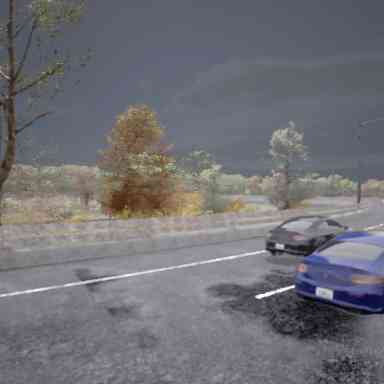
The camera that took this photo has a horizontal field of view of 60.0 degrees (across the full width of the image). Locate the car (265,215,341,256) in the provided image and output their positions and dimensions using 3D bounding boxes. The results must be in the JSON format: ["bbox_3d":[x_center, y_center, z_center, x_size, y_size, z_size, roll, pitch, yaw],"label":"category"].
[{"bbox_3d":[4.555,1.590,12.244,4.674,1.442,1.812,0,0,-41],"label":"car"}]

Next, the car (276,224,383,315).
[{"bbox_3d":[4.024,1.564,7.147,4.674,1.442,1.812,0,0,-40],"label":"car"}]

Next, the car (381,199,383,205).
[{"bbox_3d":[35.244,1.668,59.373,1.812,1.442,4.674,0,0,15],"label":"car"}]
